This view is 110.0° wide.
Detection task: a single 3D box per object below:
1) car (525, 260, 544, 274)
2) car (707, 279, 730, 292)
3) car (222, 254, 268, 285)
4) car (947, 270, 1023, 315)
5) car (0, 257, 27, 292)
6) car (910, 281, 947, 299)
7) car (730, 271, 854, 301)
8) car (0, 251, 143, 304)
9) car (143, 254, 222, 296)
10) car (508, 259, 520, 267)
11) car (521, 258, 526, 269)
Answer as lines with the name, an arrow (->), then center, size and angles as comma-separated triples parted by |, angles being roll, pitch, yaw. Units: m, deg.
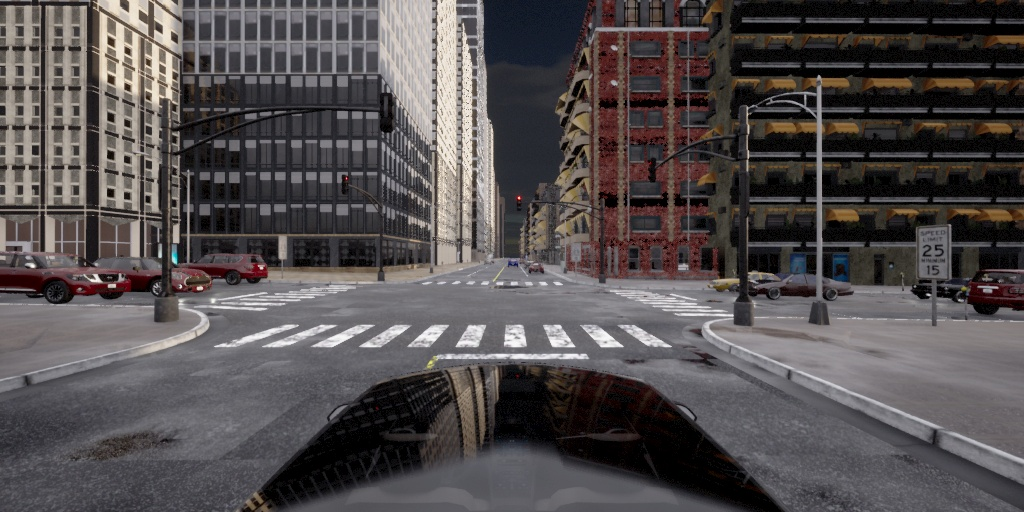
car -> 2.798, 1.341, 41.769 | 1.802, 1.307, 4.207 | 0, 0, 0
car -> 14.660, 1.587, 22.055 | 4.829, 1.417, 1.751 | 0, 0, 0
car -> -17.681, 0.776, 21.819 | 5.009, 1.841, 2.192 | 0, 0, 0
car -> 20.616, 1.461, 13.750 | 5.009, 1.841, 2.192 | 0, 0, 0
car -> -25.382, 0.780, 15.970 | 5.008, 1.535, 1.882 | 1, 0, 0
car -> 24.889, 1.839, 19.539 | 4.718, 1.301, 1.895 | 1, 0, -1
car -> 15.259, 1.610, 19.468 | 5.357, 1.411, 2.033 | 1, 0, 0
car -> -17.558, 0.757, 13.439 | 5.009, 1.841, 2.192 | 0, 0, 0
car -> -16.268, 0.825, 16.074 | 4.553, 1.767, 2.097 | 1, 0, -2
car -> 0.191, 1.252, 65.122 | 1.882, 1.535, 5.008 | 0, 0, 0
car -> 2.766, 1.317, 54.686 | 2.007, 1.370, 4.403 | 0, 0, 0
